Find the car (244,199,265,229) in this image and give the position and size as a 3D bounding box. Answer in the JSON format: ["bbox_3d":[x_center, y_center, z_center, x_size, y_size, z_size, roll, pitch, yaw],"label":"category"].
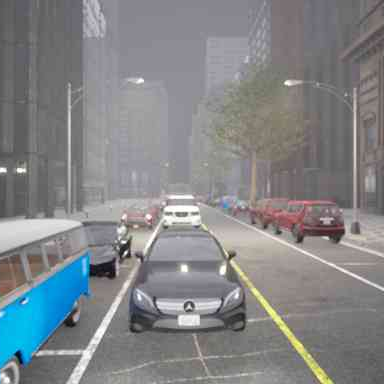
[{"bbox_3d":[5.175,1.339,21.645,2.192,1.841,5.009,0,0,-3],"label":"car"}]

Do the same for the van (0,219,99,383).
[{"bbox_3d":[-2.596,1.343,4.382,1.690,1.788,3.998,0,0,-3],"label":"van"}]

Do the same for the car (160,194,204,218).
[{"bbox_3d":[-0.670,1.246,21.330,2.150,2.045,5.566,0,0,-2],"label":"car"}]

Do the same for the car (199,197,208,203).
[{"bbox_3d":[2.687,1.751,77.984,1.947,1.339,4.313,0,0,-3],"label":"car"}]

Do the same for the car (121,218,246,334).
[{"bbox_3d":[-0.140,1.530,6.960,1.812,1.442,4.674,0,0,-2],"label":"car"}]

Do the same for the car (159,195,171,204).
[{"bbox_3d":[-5.334,1.457,66.350,2.192,1.841,5.009,0,0,-3],"label":"car"}]

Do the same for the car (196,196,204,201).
[{"bbox_3d":[2.189,1.815,89.253,1.802,1.307,4.206,0,0,-3],"label":"car"}]

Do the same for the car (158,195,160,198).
[{"bbox_3d":[-4.580,1.604,49.280,1.752,1.417,4.829,0,0,-3],"label":"car"}]

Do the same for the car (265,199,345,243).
[{"bbox_3d":[5.423,1.330,16.012,2.192,1.841,5.009,0,0,-3],"label":"car"}]

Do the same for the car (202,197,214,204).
[{"bbox_3d":[3.184,1.687,66.717,1.887,1.381,4.507,0,0,-3],"label":"car"}]

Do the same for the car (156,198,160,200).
[{"bbox_3d":[-4.089,1.636,38.184,1.802,1.307,4.206,0,0,-3],"label":"car"}]

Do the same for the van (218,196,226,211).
[{"bbox_3d":[4.429,1.395,38.548,1.690,1.788,3.998,0,0,-3],"label":"van"}]

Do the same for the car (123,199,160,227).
[{"bbox_3d":[-3.343,1.464,21.283,1.967,1.590,4.097,0,0,-3],"label":"car"}]

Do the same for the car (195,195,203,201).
[{"bbox_3d":[1.940,1.699,94.888,1.967,1.590,4.097,0,0,-3],"label":"car"}]

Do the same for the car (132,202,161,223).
[{"bbox_3d":[-3.592,1.579,26.916,1.887,1.381,4.507,0,0,-3],"label":"car"}]

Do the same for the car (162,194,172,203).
[{"bbox_3d":[-5.831,1.500,77.616,2.192,1.841,5.009,0,0,-3],"label":"car"}]

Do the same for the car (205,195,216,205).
[{"bbox_3d":[3.681,1.665,55.448,1.947,1.339,4.313,0,0,-3],"label":"car"}]

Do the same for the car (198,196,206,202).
[{"bbox_3d":[2.430,1.734,83.789,1.752,1.417,4.829,0,0,-3],"label":"car"}]

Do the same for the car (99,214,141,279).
[{"bbox_3d":[-2.846,1.573,10.016,1.947,1.339,4.313,0,0,-3],"label":"car"}]

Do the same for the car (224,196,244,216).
[{"bbox_3d":[4.677,1.484,32.913,1.967,1.590,4.097,0,0,-3],"label":"car"}]

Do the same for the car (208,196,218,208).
[{"bbox_3d":[3.930,1.661,49.816,1.802,1.307,4.206,0,0,-3],"label":"car"}]

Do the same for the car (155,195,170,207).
[{"bbox_3d":[-4.836,1.414,55.083,2.192,1.841,5.009,0,0,-3],"label":"car"}]
